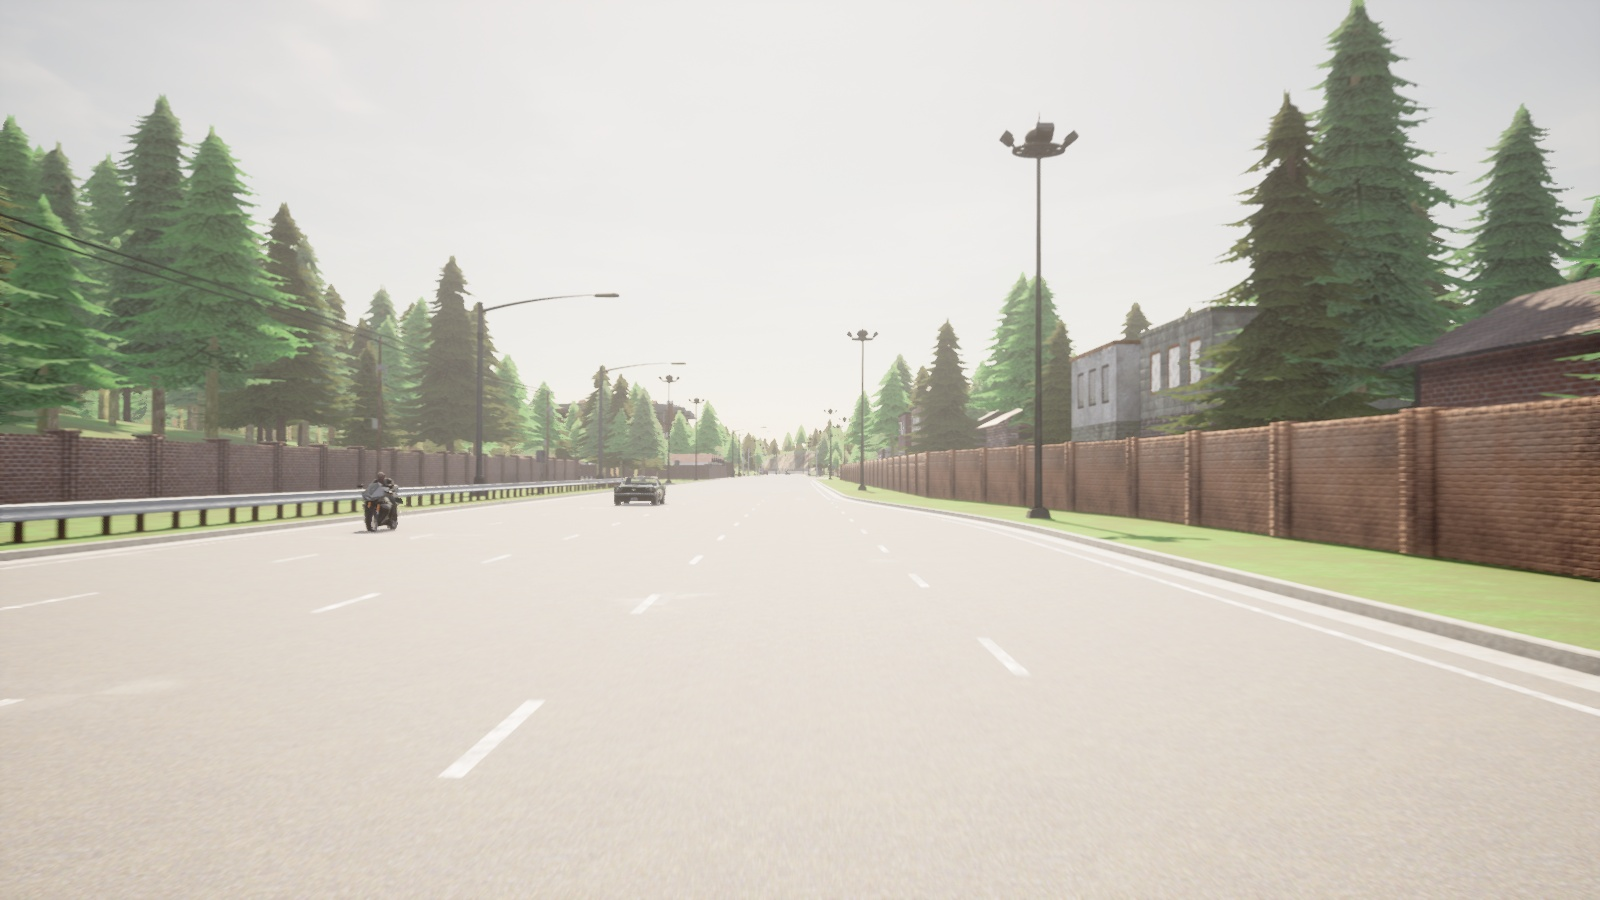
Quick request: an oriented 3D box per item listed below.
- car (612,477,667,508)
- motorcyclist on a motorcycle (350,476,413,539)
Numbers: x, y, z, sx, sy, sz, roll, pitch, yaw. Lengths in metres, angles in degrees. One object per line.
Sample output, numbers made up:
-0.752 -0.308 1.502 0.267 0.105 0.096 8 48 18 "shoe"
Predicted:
-7.137 1.882 56.261 1.895 1.301 4.718 0 -1 0 "car"
-10.578 1.423 31.840 0.866 1.530 2.191 0 -1 0 "motorcyclist on a motorcycle"
